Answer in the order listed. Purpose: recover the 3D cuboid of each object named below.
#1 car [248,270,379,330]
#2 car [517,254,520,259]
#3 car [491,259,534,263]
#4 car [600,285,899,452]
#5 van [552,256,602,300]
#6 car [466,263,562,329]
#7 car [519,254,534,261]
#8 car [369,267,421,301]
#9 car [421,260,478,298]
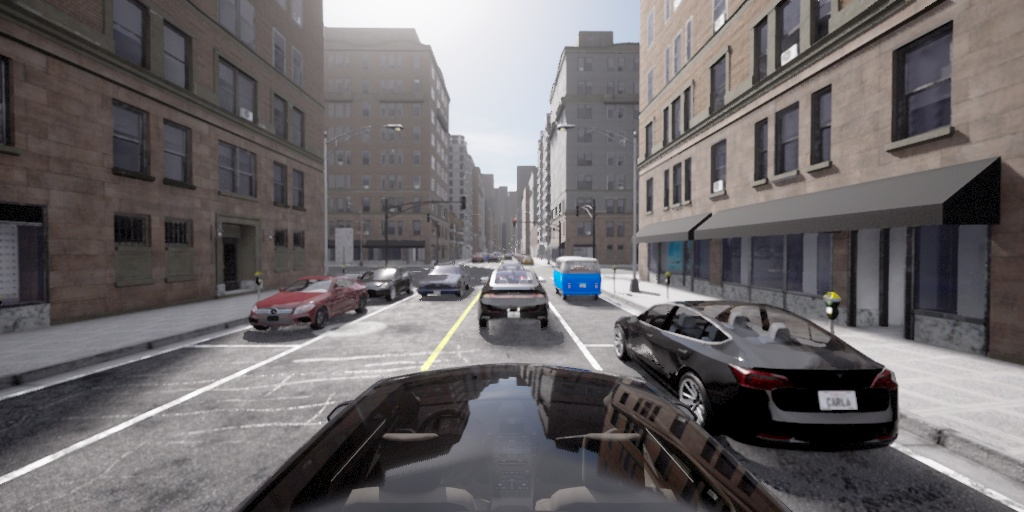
[{"bbox_3d":[-5.695,1.231,10.634,1.802,1.307,4.207,0,0,0],"label":"car"},{"bbox_3d":[2.393,0.511,60.831,1.967,1.591,4.097,0,0,-1],"label":"car"},{"bbox_3d":[-0.057,1.081,20.821,2.033,1.411,5.357,0,1,0],"label":"car"},{"bbox_3d":[2.846,1.276,5.224,1.948,1.339,4.313,0,0,0],"label":"car"},{"bbox_3d":[2.813,0.927,16.120,1.690,1.789,3.998,0,0,0],"label":"van"},{"bbox_3d":[0.045,1.139,10.847,2.128,1.511,4.902,0,1,0],"label":"car"},{"bbox_3d":[2.484,0.662,55.477,1.751,1.417,4.829,0,0,-1],"label":"car"},{"bbox_3d":[-5.712,1.153,16.085,1.948,1.339,4.313,0,0,0],"label":"car"},{"bbox_3d":[-3.106,1.118,17.570,2.033,1.411,5.357,0,1,0],"label":"car"}]
